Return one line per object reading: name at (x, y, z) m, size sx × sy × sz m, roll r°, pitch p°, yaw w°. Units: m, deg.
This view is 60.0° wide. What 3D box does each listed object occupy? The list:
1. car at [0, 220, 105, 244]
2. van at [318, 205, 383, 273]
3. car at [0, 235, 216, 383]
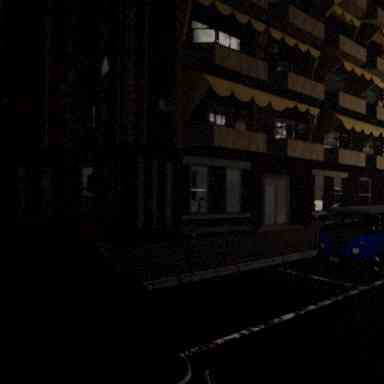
car at (-3.221, 1.343, 3.708) m, size 5.009 × 1.841 × 2.192 m, roll 0°, pitch 1°, yaw -37°
van at (5.584, 1.327, 10.399) m, size 3.998 × 1.788 × 1.690 m, roll 0°, pitch 1°, yaw -37°
car at (-1.958, 1.368, 1.443) m, size 4.553 × 1.767 × 2.097 m, roll 0°, pitch 0°, yaw -37°
